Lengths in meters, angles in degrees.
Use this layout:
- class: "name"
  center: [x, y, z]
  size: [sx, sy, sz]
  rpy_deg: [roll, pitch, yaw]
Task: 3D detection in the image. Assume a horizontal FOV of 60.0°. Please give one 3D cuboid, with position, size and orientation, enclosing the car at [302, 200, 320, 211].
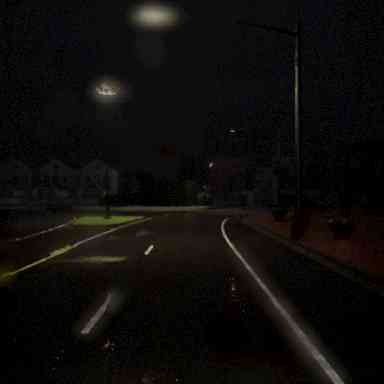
- class: "car"
  center: [17.323, 1.980, 49.138]
  size: [4.674, 1.442, 1.812]
  rpy_deg: [0, -1, -39]
